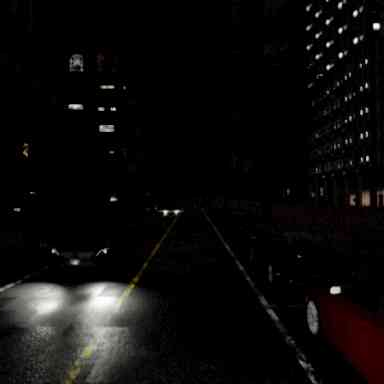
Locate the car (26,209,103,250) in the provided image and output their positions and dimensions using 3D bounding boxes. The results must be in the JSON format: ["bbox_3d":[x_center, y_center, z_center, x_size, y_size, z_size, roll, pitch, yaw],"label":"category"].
[{"bbox_3d":[-5.665,1.683,14.883,1.947,1.339,4.313,1,0,0],"label":"car"}]

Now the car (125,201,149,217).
[{"bbox_3d":[-5.648,1.815,31.592,1.947,1.339,4.313,1,0,0],"label":"car"}]

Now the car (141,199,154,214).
[{"bbox_3d":[-5.642,1.818,36.991,1.752,1.417,4.829,1,0,0],"label":"car"}]

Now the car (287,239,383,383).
[{"bbox_3d":[2.705,1.575,3.734,1.887,1.381,4.507,1,0,0],"label":"car"}]

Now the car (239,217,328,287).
[{"bbox_3d":[2.710,1.624,9.304,2.008,1.369,4.403,1,0,0],"label":"car"}]

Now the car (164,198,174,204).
[{"bbox_3d":[-5.599,2.208,81.717,2.008,1.369,4.403,1,0,0],"label":"car"}]

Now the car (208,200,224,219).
[{"bbox_3d":[2.733,1.776,31.753,1.752,1.417,4.829,1,0,0],"label":"car"}]

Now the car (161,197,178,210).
[{"bbox_3d":[-3.035,1.869,49.211,1.882,1.535,5.008,0,0,0],"label":"car"}]

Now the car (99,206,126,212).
[{"bbox_3d":[-5.659,1.711,20.453,2.008,1.369,4.403,1,0,0],"label":"car"}]

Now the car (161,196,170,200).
[{"bbox_3d":[-5.615,2.064,65.008,1.887,1.381,4.507,1,0,0],"label":"car"}]

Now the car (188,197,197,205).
[{"bbox_3d":[0.072,1.924,72.612,1.882,1.535,5.008,0,0,0],"label":"car"}]

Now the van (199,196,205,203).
[{"bbox_3d":[2.796,2.092,92.849,1.690,1.788,3.998,1,0,0],"label":"van"}]

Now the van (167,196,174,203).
[{"bbox_3d":[-5.589,2.045,87.289,1.690,1.788,3.998,1,0,0],"label":"van"}]

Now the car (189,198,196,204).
[{"bbox_3d":[0.085,2.287,86.071,1.895,1.301,4.718,0,0,0],"label":"car"}]

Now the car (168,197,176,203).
[{"bbox_3d":[-5.587,2.274,92.686,1.752,1.417,4.829,1,0,0],"label":"car"}]

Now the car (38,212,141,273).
[{"bbox_3d":[-3.078,1.613,11.124,1.812,1.442,4.674,0,-1,0],"label":"car"}]

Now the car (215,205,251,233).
[{"bbox_3d":[2.721,1.712,20.443,2.008,1.369,4.403,1,0,0],"label":"car"}]

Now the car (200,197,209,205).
[{"bbox_3d":[2.778,2.052,76.139,1.967,1.590,4.097,1,0,0],"label":"car"}]

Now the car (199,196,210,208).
[{"bbox_3d":[2.415,1.921,55.545,1.882,1.535,5.008,0,0,0],"label":"car"}]

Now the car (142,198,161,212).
[{"bbox_3d":[-5.633,1.654,42.733,2.192,1.841,5.009,1,0,0],"label":"car"}]
